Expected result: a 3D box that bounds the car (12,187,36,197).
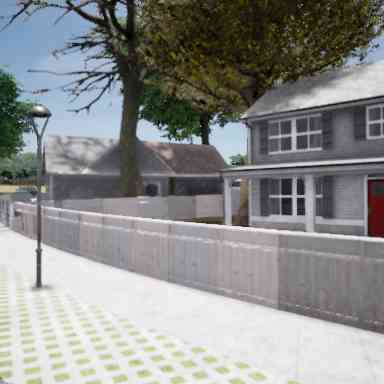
[{"bbox_3d":[-31.024,0.024,61.511,2.150,2.045,5.566,-1,1,4],"label":"car"}]
